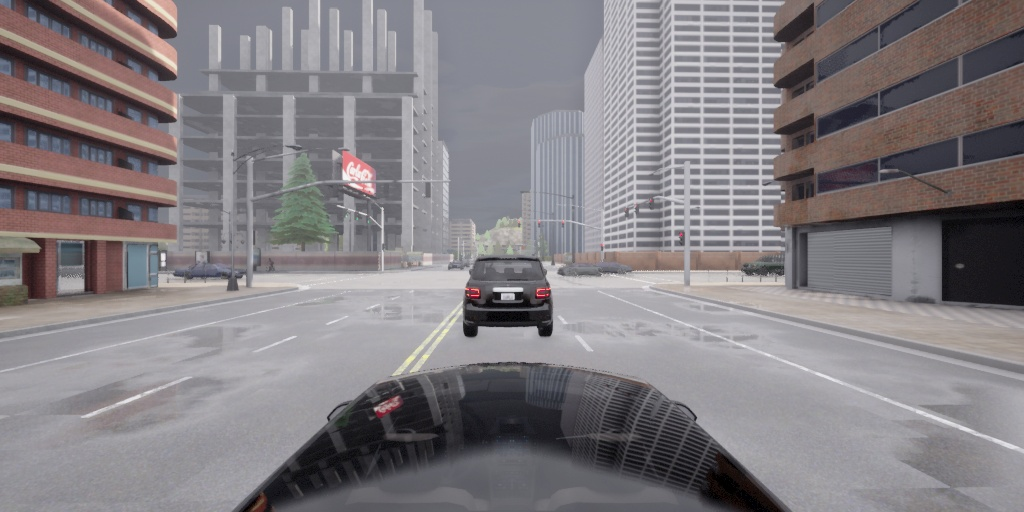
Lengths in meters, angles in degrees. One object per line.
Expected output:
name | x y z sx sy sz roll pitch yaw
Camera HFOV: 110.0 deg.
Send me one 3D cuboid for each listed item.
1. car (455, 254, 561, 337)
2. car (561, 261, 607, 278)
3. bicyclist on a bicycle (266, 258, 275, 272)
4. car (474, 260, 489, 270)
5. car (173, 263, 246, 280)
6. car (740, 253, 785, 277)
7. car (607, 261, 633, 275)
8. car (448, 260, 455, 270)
car | -0.114 0.971 10.431 2.150 2.045 5.566 0 0 -1
car | 6.376 1.314 33.833 4.181 1.385 1.994 0 0 -17
bicyclist on a bicycle | -28.675 1.051 42.574 0.582 1.620 1.656 0 0 -1
car | -4.625 1.351 54.738 1.895 1.301 4.718 0 0 -1
car | -25.603 1.297 30.664 5.357 1.411 2.033 0 0 -1
car | 25.879 0.971 35.657 5.566 2.045 2.150 0 0 -1
car | 10.170 1.297 38.768 5.357 1.411 2.033 0 0 -1
car | -8.077 1.314 52.203 1.994 1.385 4.181 0 0 -1
